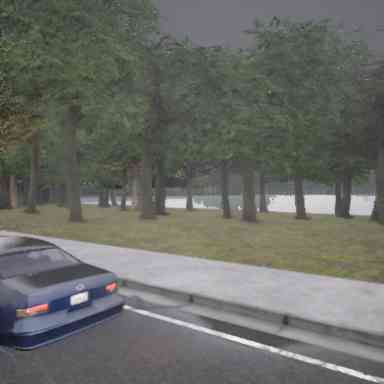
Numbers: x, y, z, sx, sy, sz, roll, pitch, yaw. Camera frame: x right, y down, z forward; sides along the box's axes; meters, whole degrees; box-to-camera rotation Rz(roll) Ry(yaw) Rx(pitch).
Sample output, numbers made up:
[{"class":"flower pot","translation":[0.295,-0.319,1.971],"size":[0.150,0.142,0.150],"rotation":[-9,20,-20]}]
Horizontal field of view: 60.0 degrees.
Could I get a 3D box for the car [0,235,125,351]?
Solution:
[{"class":"car","translation":[-3.633,1.547,6.160],"size":[5.357,1.411,2.033],"rotation":[0,0,36]}]
